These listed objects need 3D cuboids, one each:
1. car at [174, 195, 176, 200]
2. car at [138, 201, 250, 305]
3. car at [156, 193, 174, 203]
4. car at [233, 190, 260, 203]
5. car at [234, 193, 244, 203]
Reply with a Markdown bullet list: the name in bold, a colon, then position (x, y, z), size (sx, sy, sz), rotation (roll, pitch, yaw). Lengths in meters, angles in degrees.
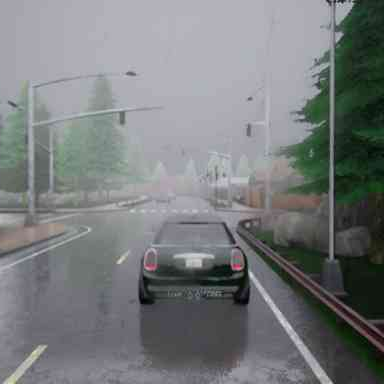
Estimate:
- **car**: position (-4.190, 0.871, 64.938), size (1.812, 1.442, 4.674), rotation (0, 1, 0)
- **car**: position (0.056, 1.273, 8.084), size (2.097, 1.767, 4.553), rotation (0, 1, 1)
- **car**: position (-4.113, 1.065, 48.717), size (1.994, 1.385, 4.181), rotation (0, 1, 0)
- **car**: position (8.393, 0.652, 51.324), size (3.866, 1.878, 1.905), rotation (0, 1, -1)
- **car**: position (8.809, 0.674, 48.814), size (4.605, 1.855, 1.932), rotation (0, 1, -1)
